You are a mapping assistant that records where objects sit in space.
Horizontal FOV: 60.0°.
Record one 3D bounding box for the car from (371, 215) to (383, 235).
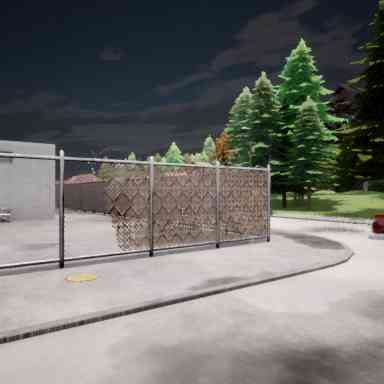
[{"bbox_3d":[10.811,1.477,14.829,5.008,1.535,1.882,0,0,45],"label":"car"}]
